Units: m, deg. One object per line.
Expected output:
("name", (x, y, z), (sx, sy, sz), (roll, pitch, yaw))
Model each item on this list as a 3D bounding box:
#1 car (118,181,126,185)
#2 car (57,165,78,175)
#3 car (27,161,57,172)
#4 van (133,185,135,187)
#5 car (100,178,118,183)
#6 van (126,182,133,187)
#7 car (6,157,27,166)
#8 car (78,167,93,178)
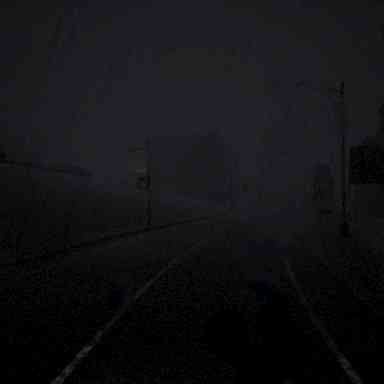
("car", (-15.604, -1.463, 67.862), (2.002, 1.452, 4.674), (0, -3, 5))
("car", (-18.194, -2.794, 45.861), (2.185, 1.767, 4.553), (0, -2, 10))
("car", (-19.140, -2.906, 40.305), (2.231, 1.521, 4.892), (0, -2, 11))
("van", (-14.936, -1.005, 79.045), (1.878, 1.987, 4.442), (0, -4, 3))
("car", (-16.084, -1.787, 62.350), (2.002, 1.452, 4.674), (0, -3, 6))
("van", (-15.194, -1.373, 73.525), (1.878, 1.987, 4.442), (0, -4, 4))
("car", (-20.168, -3.079, 34.984), (2.002, 1.452, 4.674), (0, -2, 12))
("car", (-17.354, -2.659, 51.408), (2.435, 2.045, 5.566), (0, -3, 9))
